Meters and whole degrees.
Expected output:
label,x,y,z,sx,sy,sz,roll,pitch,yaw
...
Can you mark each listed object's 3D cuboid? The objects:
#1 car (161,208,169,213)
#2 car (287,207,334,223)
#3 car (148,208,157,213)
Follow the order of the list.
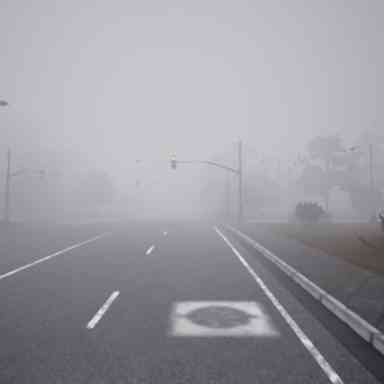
label,x,y,z,sx,sy,sz,roll,pitch,yaw
car,-6.917,4.782,87.279,2.033,1.411,5.357,0,-1,0
car,12.429,2.361,35.021,4.553,1.767,2.097,0,-4,-2
car,-10.418,4.835,87.239,1.895,1.301,4.718,0,-1,0
